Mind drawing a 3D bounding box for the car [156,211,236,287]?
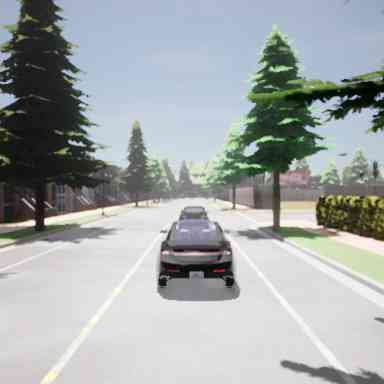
[{"bbox_3d":[0.096,1.526,9.394,2.128,1.511,4.902,0,0,0],"label":"car"}]

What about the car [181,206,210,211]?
[{"bbox_3d":[0.195,1.602,21.648,1.812,1.442,4.674,0,0,3],"label":"car"}]
